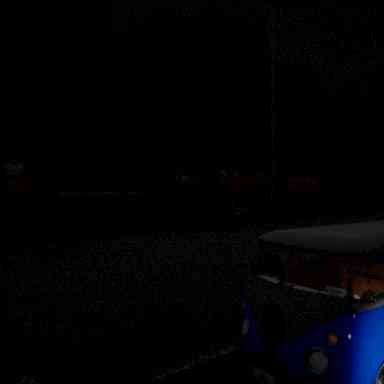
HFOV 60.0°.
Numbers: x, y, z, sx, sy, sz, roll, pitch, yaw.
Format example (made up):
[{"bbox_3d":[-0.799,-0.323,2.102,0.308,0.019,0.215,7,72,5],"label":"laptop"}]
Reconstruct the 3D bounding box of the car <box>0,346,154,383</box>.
[{"bbox_3d":[-2.022,1.586,1.367,4.206,1.307,1.802,0,0,-36],"label":"car"}]

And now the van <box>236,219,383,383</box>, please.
[{"bbox_3d":[2.422,1.322,4.545,3.998,1.788,1.690,0,0,-36],"label":"van"}]
